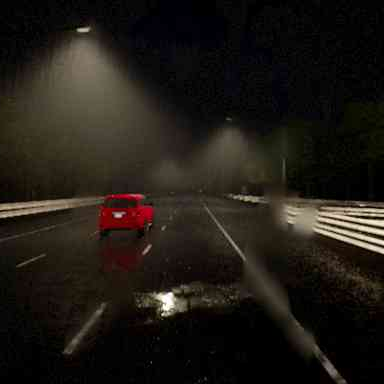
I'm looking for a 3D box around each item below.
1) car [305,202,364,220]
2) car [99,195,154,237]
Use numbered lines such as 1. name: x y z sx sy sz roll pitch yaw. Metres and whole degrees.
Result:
1. car: 10.379 1.441 24.753 2.163 1.488 4.792 0 0 -21
2. car: -3.376 1.174 17.965 2.150 2.045 5.566 0 0 0
